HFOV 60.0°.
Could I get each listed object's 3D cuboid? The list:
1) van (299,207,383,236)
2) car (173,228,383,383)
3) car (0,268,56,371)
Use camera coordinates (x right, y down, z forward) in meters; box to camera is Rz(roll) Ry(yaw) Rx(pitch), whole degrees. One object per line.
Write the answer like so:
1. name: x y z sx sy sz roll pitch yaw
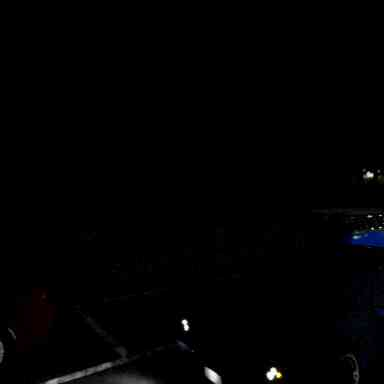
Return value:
1. van: 4.996 1.373 10.227 3.998 1.788 1.690 0 0 -35
2. car: 2.377 1.563 5.069 5.357 1.411 2.033 0 0 -36
3. car: -4.002 1.541 3.813 4.507 1.381 1.887 0 0 -35
